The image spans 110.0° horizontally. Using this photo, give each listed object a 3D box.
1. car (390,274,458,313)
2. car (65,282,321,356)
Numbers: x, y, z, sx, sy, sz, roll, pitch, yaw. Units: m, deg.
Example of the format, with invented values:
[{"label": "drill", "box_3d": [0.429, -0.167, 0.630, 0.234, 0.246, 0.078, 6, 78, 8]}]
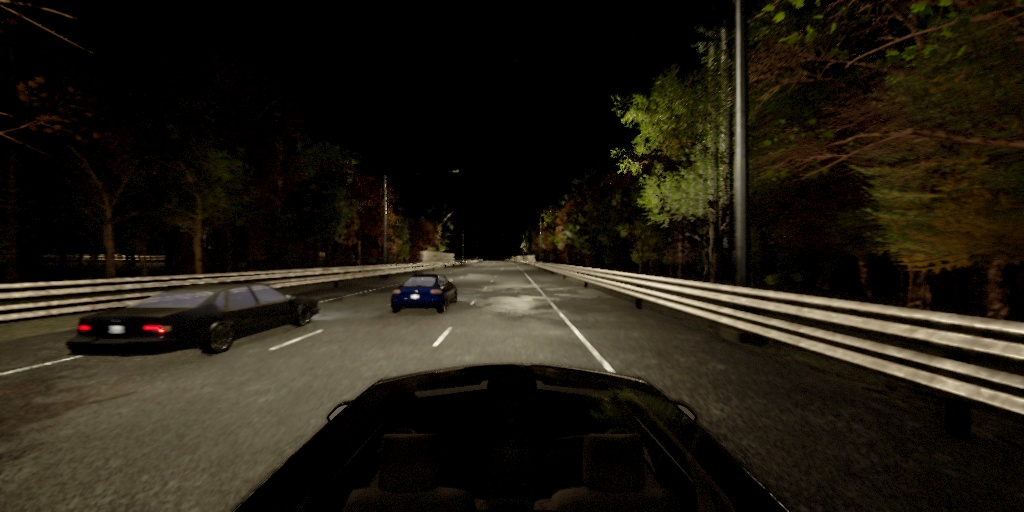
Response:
[{"label": "car", "box_3d": [-3.406, 1.402, 14.610, 1.994, 1.385, 4.181, 0, 0, 0]}, {"label": "car", "box_3d": [-6.903, 1.345, 8.771, 2.033, 1.411, 5.357, 0, 0, 0]}]
